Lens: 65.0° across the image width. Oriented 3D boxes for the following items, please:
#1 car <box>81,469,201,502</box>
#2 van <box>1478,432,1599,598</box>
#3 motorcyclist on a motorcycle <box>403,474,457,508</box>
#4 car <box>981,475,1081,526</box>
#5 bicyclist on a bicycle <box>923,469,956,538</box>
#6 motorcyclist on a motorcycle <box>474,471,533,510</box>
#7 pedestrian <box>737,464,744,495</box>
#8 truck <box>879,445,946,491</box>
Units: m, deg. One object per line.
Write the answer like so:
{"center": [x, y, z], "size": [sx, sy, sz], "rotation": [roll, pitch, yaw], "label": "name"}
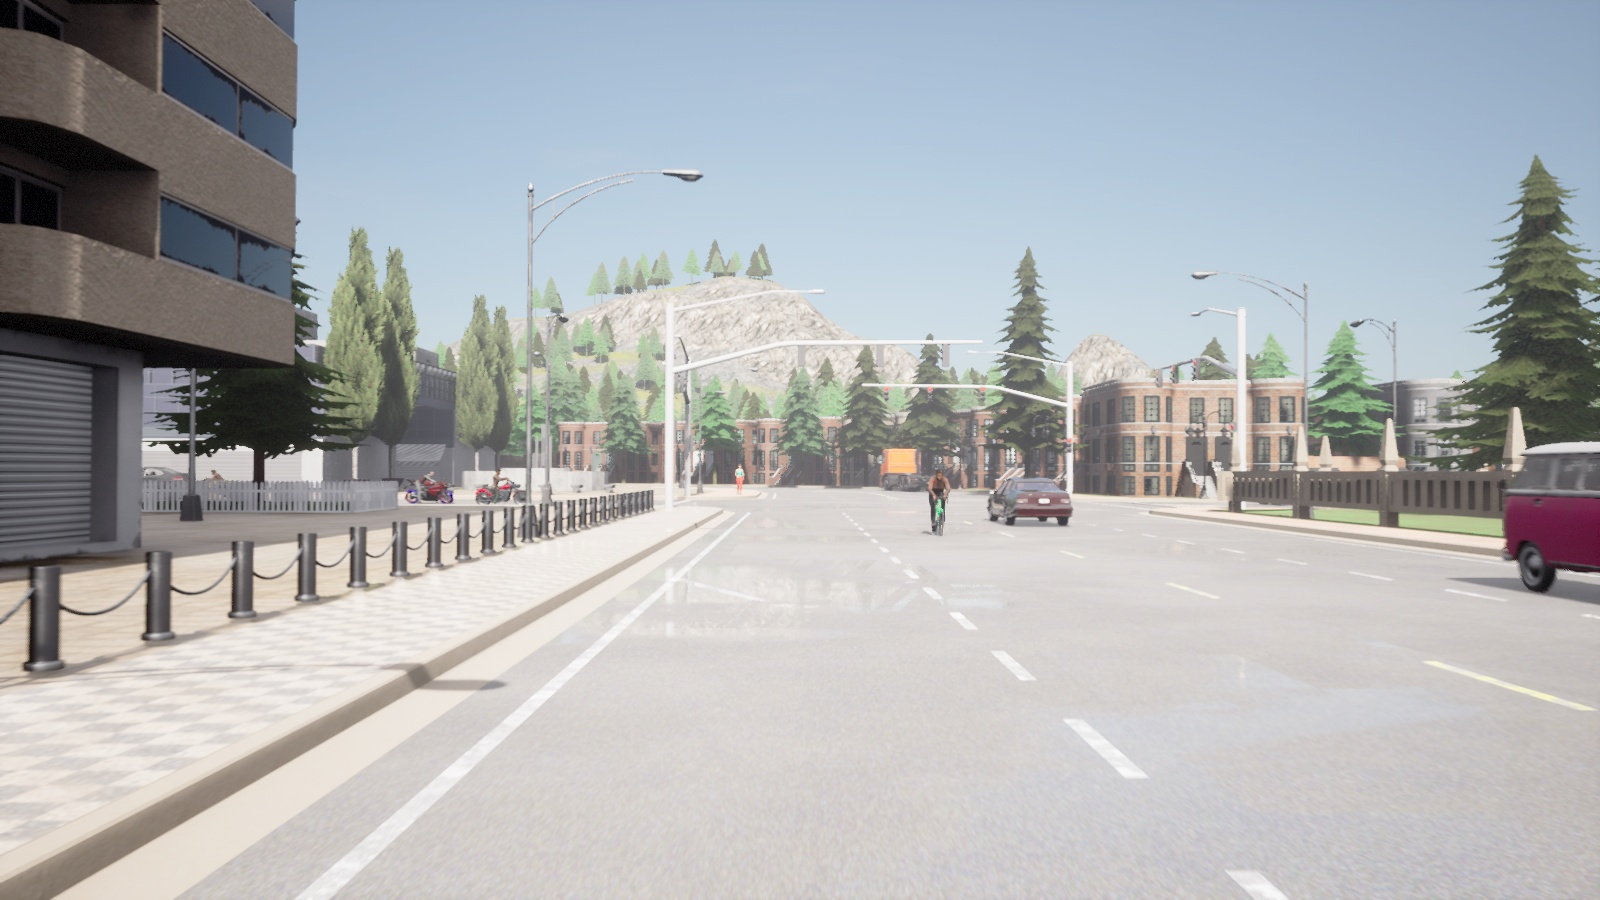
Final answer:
{"center": [-33.608, 1.802, 64.157], "size": [5.027, 1.651, 2.152], "rotation": [0, -1, 0], "label": "car"}
{"center": [10.462, 0.785, 15.491], "size": [1.775, 1.987, 4.442], "rotation": [0, -1, 0], "label": "van"}
{"center": [-16.839, 1.875, 57.207], "size": [2.191, 1.530, 0.866], "rotation": [0, -1, 0], "label": "motorcyclist on a motorcycle"}
{"center": [6.908, 1.472, 38.096], "size": [2.033, 1.411, 5.357], "rotation": [0, -1, 0], "label": "car"}
{"center": [3.374, 1.264, 30.442], "size": [0.582, 1.620, 1.656], "rotation": [0, -1, -1], "label": "bicyclist on a bicycle"}
{"center": [-12.670, 1.715, 53.722], "size": [2.350, 1.649, 0.766], "rotation": [0, -1, 0], "label": "motorcyclist on a motorcycle"}
{"center": [-3.552, 1.737, 74.643], "size": [0.345, 1.836, 0.594], "rotation": [0, -1, -7], "label": "pedestrian"}
{"center": [8.710, 1.443, 98.288], "size": [2.891, 3.462, 7.936], "rotation": [0, -1, -14], "label": "truck"}
